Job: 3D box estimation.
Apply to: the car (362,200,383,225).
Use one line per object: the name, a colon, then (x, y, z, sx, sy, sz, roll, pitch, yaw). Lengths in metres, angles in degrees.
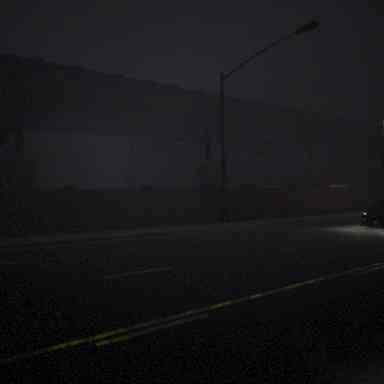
car: (13.313, 1.302, 22.079, 4.553, 1.767, 2.097, -1, 0, -35)
